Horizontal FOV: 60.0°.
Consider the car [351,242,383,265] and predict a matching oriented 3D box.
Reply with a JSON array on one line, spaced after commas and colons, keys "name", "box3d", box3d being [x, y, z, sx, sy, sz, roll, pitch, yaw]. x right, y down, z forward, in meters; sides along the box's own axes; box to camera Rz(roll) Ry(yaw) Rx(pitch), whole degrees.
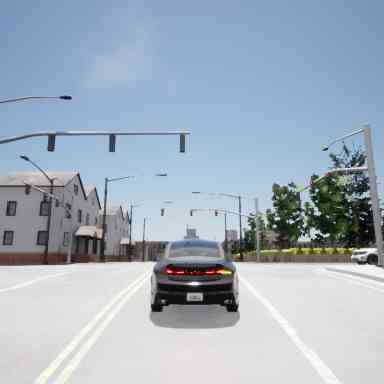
[{"name": "car", "box3d": [16.840, 5.317, 28.813, 5.566, 2.045, 2.150, 0, -12, 1]}]

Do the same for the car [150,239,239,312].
[{"name": "car", "box3d": [0.059, 1.986, 8.597, 1.837, 1.490, 4.892, 0, -7, 0]}]

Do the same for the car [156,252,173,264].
[{"name": "car", "box3d": [-3.652, 8.891, 44.543, 1.812, 1.442, 4.674, 0, -12, 0]}]

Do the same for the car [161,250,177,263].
[{"name": "car", "box3d": [-3.663, 10.549, 54.051, 2.150, 2.045, 5.566, 0, -12, 0]}]
